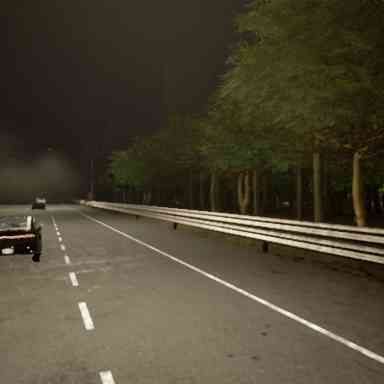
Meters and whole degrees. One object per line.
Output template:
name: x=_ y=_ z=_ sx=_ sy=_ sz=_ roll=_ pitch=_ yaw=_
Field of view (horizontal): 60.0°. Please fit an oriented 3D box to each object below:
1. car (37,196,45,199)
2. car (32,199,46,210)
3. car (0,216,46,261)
car: x=-37.836 y=2.365 z=83.138 sx=2.150 sy=2.045 sz=5.566 roll=0 pitch=-1 yaw=-24
car: x=-26.551 y=2.322 z=57.563 sx=1.994 sy=1.385 sz=4.181 roll=0 pitch=-1 yaw=-24
car: x=-6.693 y=1.651 z=12.557 sx=2.128 sy=1.511 sz=4.902 roll=0 pitch=-1 yaw=-24
